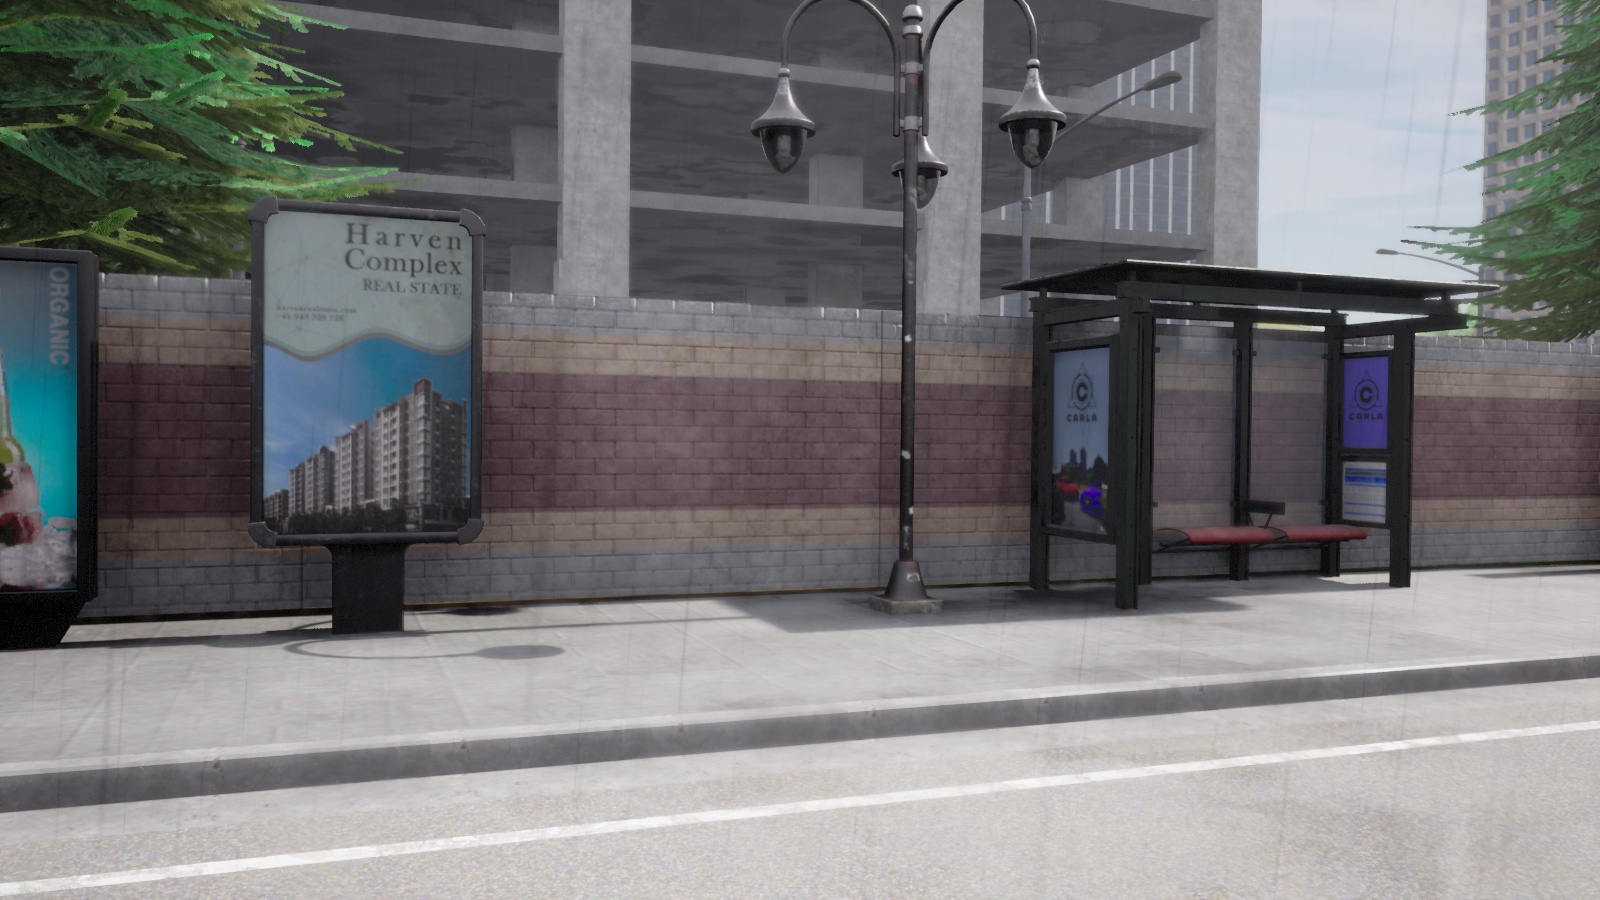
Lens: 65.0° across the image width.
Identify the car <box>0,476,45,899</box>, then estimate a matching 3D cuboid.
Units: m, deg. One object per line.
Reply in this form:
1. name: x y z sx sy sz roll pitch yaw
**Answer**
1. car: -3.928 0.838 1.747 4.674 1.442 1.812 -1 1 -21
